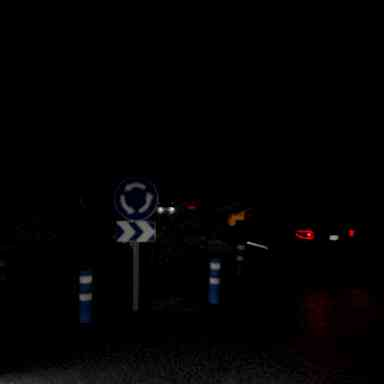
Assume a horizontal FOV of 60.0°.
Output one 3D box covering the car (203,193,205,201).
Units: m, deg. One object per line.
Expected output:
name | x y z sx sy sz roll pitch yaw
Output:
car | 4.895 1.350 56.452 5.008 1.535 2.097 0 0 0

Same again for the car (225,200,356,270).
car | 3.322 1.443 12.061 2.150 2.045 5.566 2 -2 -15

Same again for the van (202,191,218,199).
van | 5.067 0.845 92.461 4.442 1.987 1.878 0 0 0

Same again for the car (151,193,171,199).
car | -8.144 1.118 87.078 5.008 1.535 2.097 0 0 0

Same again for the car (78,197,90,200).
car | -8.203 1.454 31.564 5.566 2.045 2.435 0 1 0

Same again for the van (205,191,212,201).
van | 4.777 1.148 53.664 4.442 1.987 1.878 0 1 0

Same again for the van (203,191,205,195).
van | 4.782 1.081 61.990 4.442 1.987 1.878 0 0 0

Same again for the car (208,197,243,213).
car | 4.667 1.652 34.303 5.366 1.575 1.946 0 1 0

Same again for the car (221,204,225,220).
car | 4.829 1.834 23.347 5.008 1.535 2.097 0 1 0

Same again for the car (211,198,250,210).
car | 4.838 1.548 42.611 4.792 1.488 2.163 0 1 0

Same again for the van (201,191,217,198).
van | 4.839 0.823 95.365 4.442 1.987 1.878 0 0 0

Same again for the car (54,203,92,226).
car | -8.270 1.826 26.017 4.792 1.488 2.163 0 1 0

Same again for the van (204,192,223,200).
van | 5.044 0.951 78.736 4.442 1.987 1.878 0 0 0

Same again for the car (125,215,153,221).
car | -3.818 1.870 22.878 1.837 1.490 4.892 0 1 0

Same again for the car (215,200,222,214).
car | 4.845 1.740 31.534 4.674 1.452 2.002 0 1 0

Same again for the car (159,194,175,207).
car | -3.731 1.155 50.122 2.150 2.045 5.566 0 1 0

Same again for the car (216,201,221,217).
car | 4.814 1.775 28.764 4.792 1.488 2.163 0 1 0

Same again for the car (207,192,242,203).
car | 4.891 1.312 39.838 5.566 2.045 2.435 0 1 0

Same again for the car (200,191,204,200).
car | 4.881 1.013 67.530 5.566 2.045 2.435 0 0 0

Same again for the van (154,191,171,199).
van | -8.246 0.850 92.628 4.442 1.987 1.878 0 0 0

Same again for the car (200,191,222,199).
car | 4.913 0.862 87.046 5.566 2.045 2.435 0 0 0

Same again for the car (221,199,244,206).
car | 4.870 1.664 26.116 4.553 1.767 2.185 0 1 0

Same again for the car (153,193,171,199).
car | -8.131 1.137 89.854 4.674 1.452 2.002 0 0 0

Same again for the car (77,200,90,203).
car | -8.231 1.751 28.792 5.008 1.535 2.097 0 1 0

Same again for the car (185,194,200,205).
car | -0.099 1.394 54.547 1.837 1.490 4.892 0 1 1

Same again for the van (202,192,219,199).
van | 5.063 0.866 89.817 4.442 1.987 1.878 0 0 0
